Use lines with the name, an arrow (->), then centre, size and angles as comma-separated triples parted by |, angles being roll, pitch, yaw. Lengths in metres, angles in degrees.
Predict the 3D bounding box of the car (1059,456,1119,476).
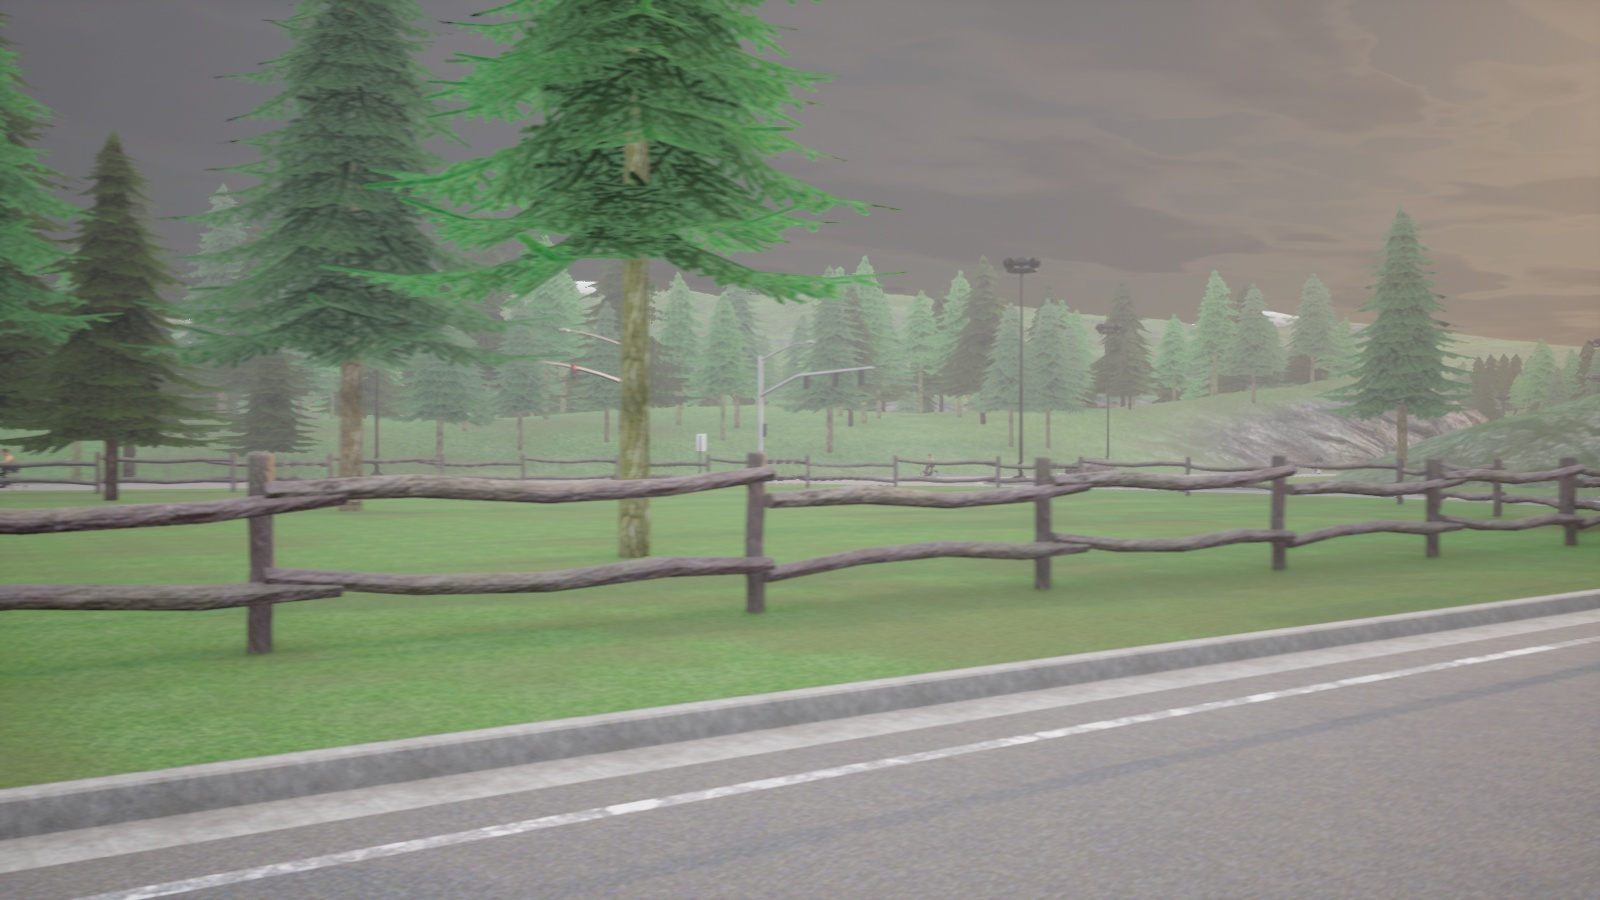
car -> 21.317, 1.174, 92.514 | 4.181, 1.385, 1.994 | 0, 0, -35
